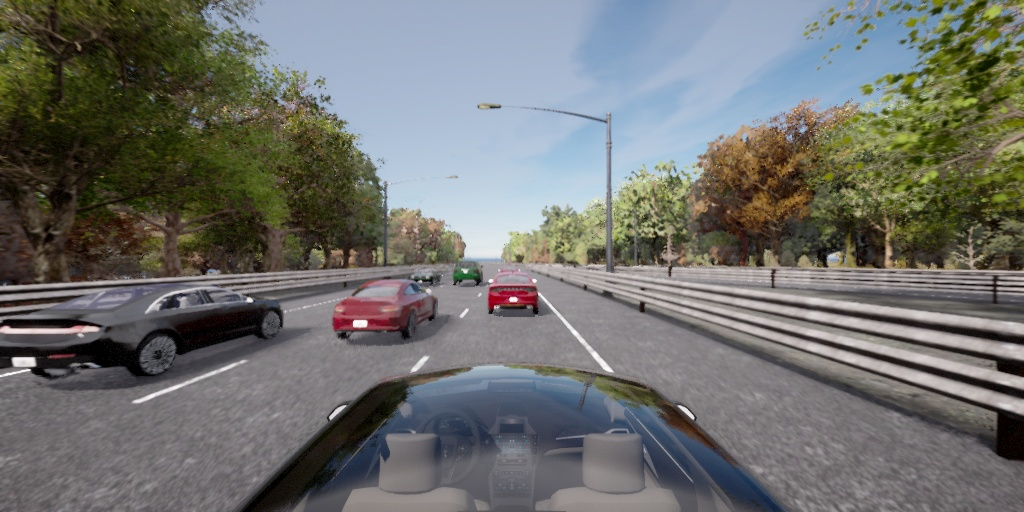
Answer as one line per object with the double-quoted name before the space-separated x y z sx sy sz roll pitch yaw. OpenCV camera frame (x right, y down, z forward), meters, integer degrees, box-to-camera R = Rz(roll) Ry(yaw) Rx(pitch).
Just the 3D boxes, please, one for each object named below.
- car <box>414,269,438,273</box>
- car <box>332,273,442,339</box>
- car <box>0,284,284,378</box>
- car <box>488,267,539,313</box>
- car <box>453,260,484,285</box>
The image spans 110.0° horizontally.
"car" -7.175 1.744 30.098 1.895 1.301 4.718 0 -1 -1
"car" -3.440 1.392 10.400 1.812 1.442 4.674 0 -1 0
"car" -6.932 1.322 7.520 2.128 1.511 4.902 0 -1 0
"car" 0.030 1.404 14.969 1.882 1.535 5.008 0 -1 0
"car" -3.686 1.372 30.688 2.150 2.045 5.566 0 -1 -1
